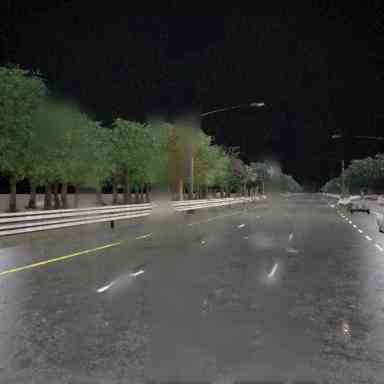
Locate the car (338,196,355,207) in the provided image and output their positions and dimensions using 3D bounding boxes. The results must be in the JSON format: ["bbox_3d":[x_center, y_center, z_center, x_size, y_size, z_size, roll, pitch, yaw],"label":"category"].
[{"bbox_3d":[23.822,1.596,51.675,1.895,1.301,4.718,0,0,23],"label":"car"}]

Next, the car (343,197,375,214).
[{"bbox_3d":[17.541,1.543,35.201,2.033,1.411,5.357,0,0,20],"label":"car"}]

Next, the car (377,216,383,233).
[{"bbox_3d":[10.612,1.599,16.610,1.895,1.301,4.718,0,0,20],"label":"car"}]
